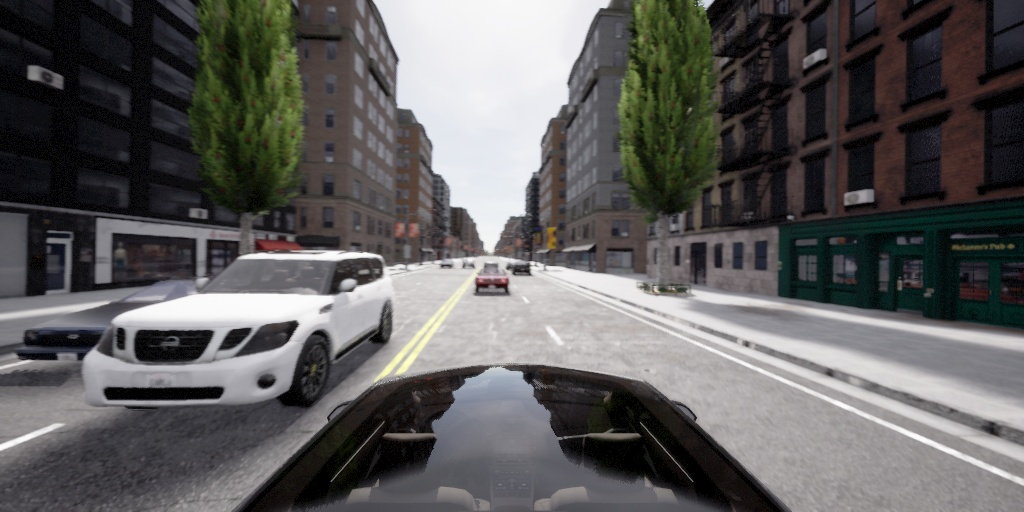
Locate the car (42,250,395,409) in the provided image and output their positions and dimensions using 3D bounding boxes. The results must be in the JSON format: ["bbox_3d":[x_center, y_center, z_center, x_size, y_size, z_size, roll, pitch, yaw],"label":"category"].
[{"bbox_3d":[-3.738,0.912,6.412,2.150,2.045,5.566,1,0,-3],"label":"car"}]

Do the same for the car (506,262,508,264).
[{"bbox_3d":[0.182,1.300,50.629,1.994,1.385,4.181,1,0,-3],"label":"car"}]

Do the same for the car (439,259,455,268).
[{"bbox_3d":[-9.838,1.127,54.783,2.033,1.411,5.357,1,0,-3],"label":"car"}]

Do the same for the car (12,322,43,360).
[{"bbox_3d":[-7.111,1.184,8.261,2.033,1.411,5.357,1,0,-4],"label":"car"}]

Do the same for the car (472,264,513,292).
[{"bbox_3d":[-1.189,1.327,21.248,1.895,1.301,4.718,1,0,-3],"label":"car"}]

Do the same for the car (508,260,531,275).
[{"bbox_3d":[0.981,1.232,39.070,1.882,1.535,5.008,1,0,-4],"label":"car"}]

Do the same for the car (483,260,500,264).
[{"bbox_3d":[-2.532,1.188,43.369,2.128,1.511,4.902,1,0,-3],"label":"car"}]

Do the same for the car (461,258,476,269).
[{"bbox_3d":[-6.566,1.121,54.451,2.128,1.511,4.902,1,0,-3],"label":"car"}]
